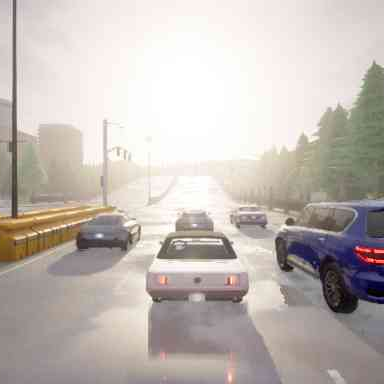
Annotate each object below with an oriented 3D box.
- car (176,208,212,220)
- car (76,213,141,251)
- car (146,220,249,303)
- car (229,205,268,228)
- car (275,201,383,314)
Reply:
[{"bbox_3d":[0.124,1.564,18.019,1.994,1.385,4.181,0,0,0],"label":"car"},{"bbox_3d":[-3.382,1.564,14.161,1.994,1.385,4.181,0,0,0],"label":"car"},{"bbox_3d":[0.109,1.601,8.169,1.895,1.301,4.718,0,0,0],"label":"car"},{"bbox_3d":[3.626,1.547,22.010,2.033,1.411,5.357,0,0,0],"label":"car"},{"bbox_3d":[3.626,1.214,7.745,2.150,2.045,5.566,0,-1,-1],"label":"car"}]
